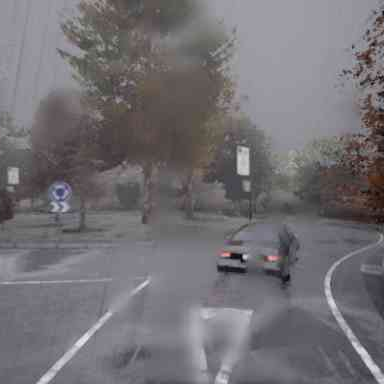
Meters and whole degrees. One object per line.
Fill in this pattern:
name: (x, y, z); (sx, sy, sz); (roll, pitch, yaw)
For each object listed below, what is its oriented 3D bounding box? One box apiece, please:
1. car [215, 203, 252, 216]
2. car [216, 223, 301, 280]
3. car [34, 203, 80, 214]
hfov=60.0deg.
car: (5.002, 2.097, 40.060); (4.892, 1.490, 1.837); (-1, -3, 45)
car: (2.291, 1.682, 10.473); (2.033, 1.411, 5.357); (0, -1, 21)
car: (-16.433, 1.952, 40.962); (5.357, 1.411, 2.033); (0, -1, -39)
